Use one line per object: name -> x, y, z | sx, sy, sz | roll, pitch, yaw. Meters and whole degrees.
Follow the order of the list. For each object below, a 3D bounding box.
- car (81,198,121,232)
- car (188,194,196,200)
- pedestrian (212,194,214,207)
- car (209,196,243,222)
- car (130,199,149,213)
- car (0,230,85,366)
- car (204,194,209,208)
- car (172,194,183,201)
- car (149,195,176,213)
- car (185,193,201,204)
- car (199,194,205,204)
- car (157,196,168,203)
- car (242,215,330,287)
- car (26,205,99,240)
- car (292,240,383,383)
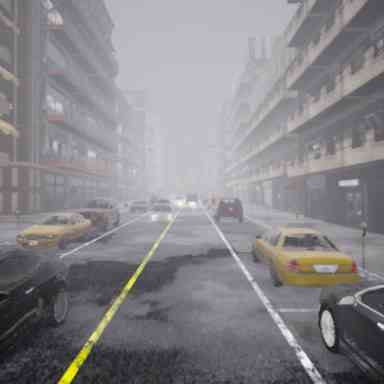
car -> -5.670, 1.277, 20.044 | 2.192, 1.841, 5.009 | 1, 0, 0
car -> 0.030, 1.272, 82.421 | 1.812, 1.442, 4.674 | 0, 0, 0
pedestrian -> 3.017, 1.207, 48.176 | 0.375, 1.860, 0.375 | 1, -1, -3
car -> 2.713, 1.267, 25.575 | 2.192, 1.841, 5.009 | 1, 0, 0
car -> -5.667, 1.499, 36.748 | 1.947, 1.339, 4.313 | 1, 0, 0
car -> -3.082, 1.517, 4.271 | 1.812, 1.442, 4.674 | 0, 0, 0
car -> 3.016, 1.374, 45.172 | 1.801, 1.575, 5.366 | 0, 0, 0
car -> -2.973, 1.377, 76.488 | 1.895, 1.301, 4.718 | 0, 0, 0
car -> -3.080, 1.412, 35.776 | 1.882, 1.535, 5.008 | 0, 0, 0
car -> 0.021, 1.113, 59.799 | 2.150, 2.045, 5.566 | 0, 0, 0
car -> 2.721, 1.462, 58.983 | 1.947, 1.339, 4.313 | 1, 0, 0
car -> -5.658, 1.470, 64.587 | 1.802, 1.307, 4.206 | 1, 0, 0
car -> 2.704, 1.507, 9.042 | 1.752, 1.417, 4.829 | 1, 0, 0
car -> -5.675, 1.498, 14.306 | 1.752, 1.417, 4.829 | 1, 0, 0
car -> 2.702, 1.544, 3.304 | 2.008, 1.369, 4.403 | 1, 0, 0
